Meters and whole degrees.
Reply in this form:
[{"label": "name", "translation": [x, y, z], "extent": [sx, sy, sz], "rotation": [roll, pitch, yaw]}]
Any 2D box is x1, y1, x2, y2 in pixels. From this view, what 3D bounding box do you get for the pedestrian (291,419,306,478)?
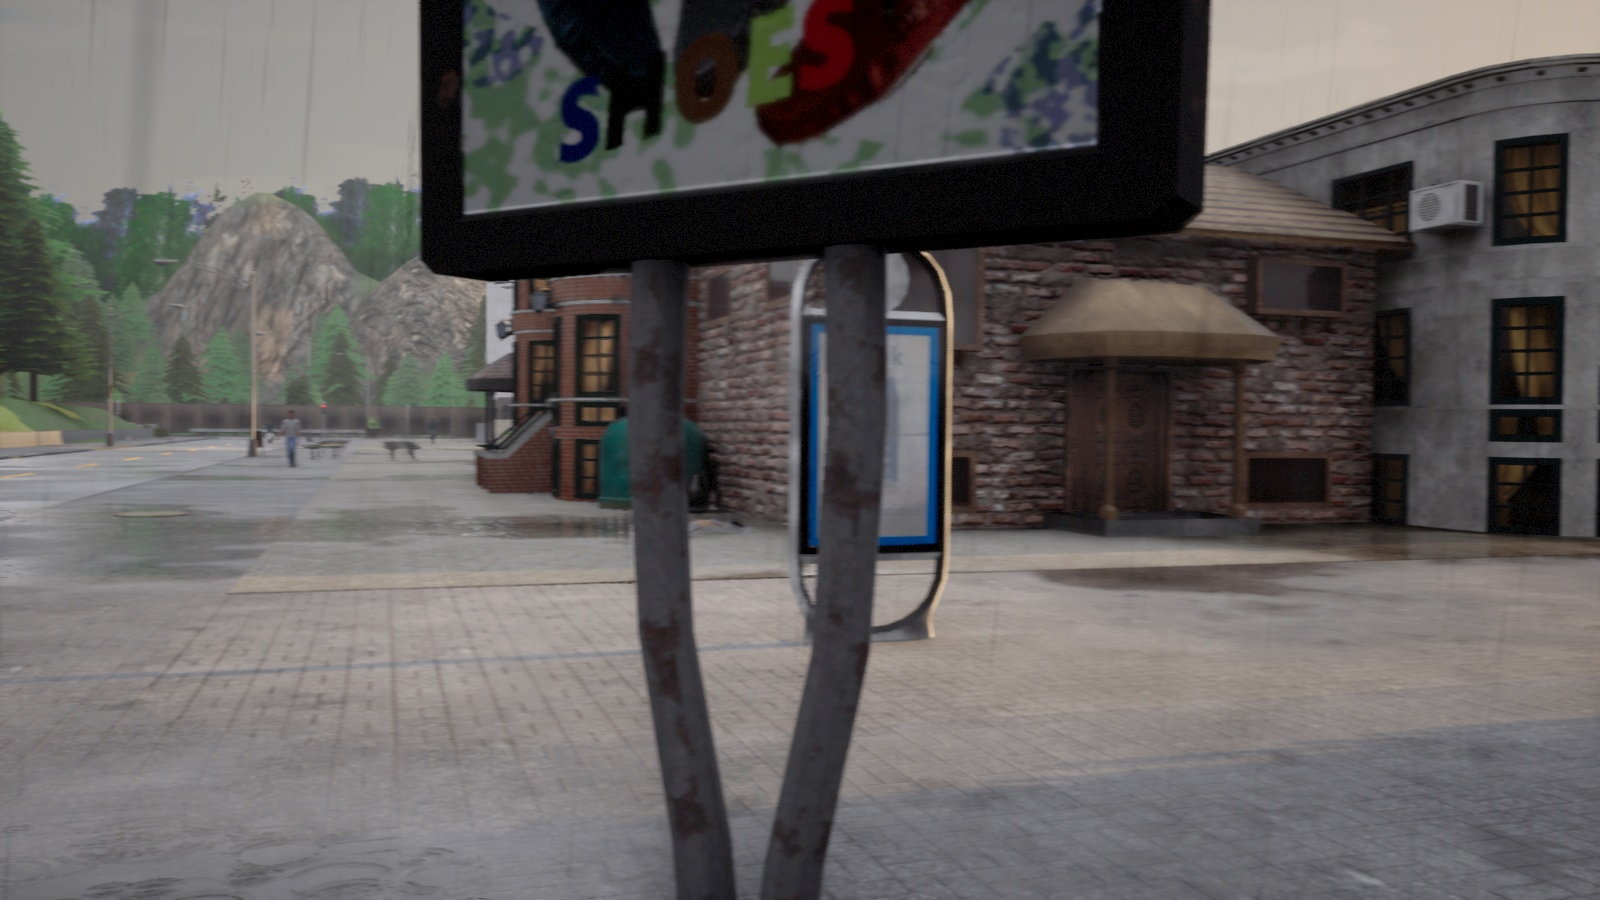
[{"label": "pedestrian", "translation": [-15.712, -0.053, 39.348], "extent": [0.354, 1.836, 0.706], "rotation": [-1, 1, -16]}]
